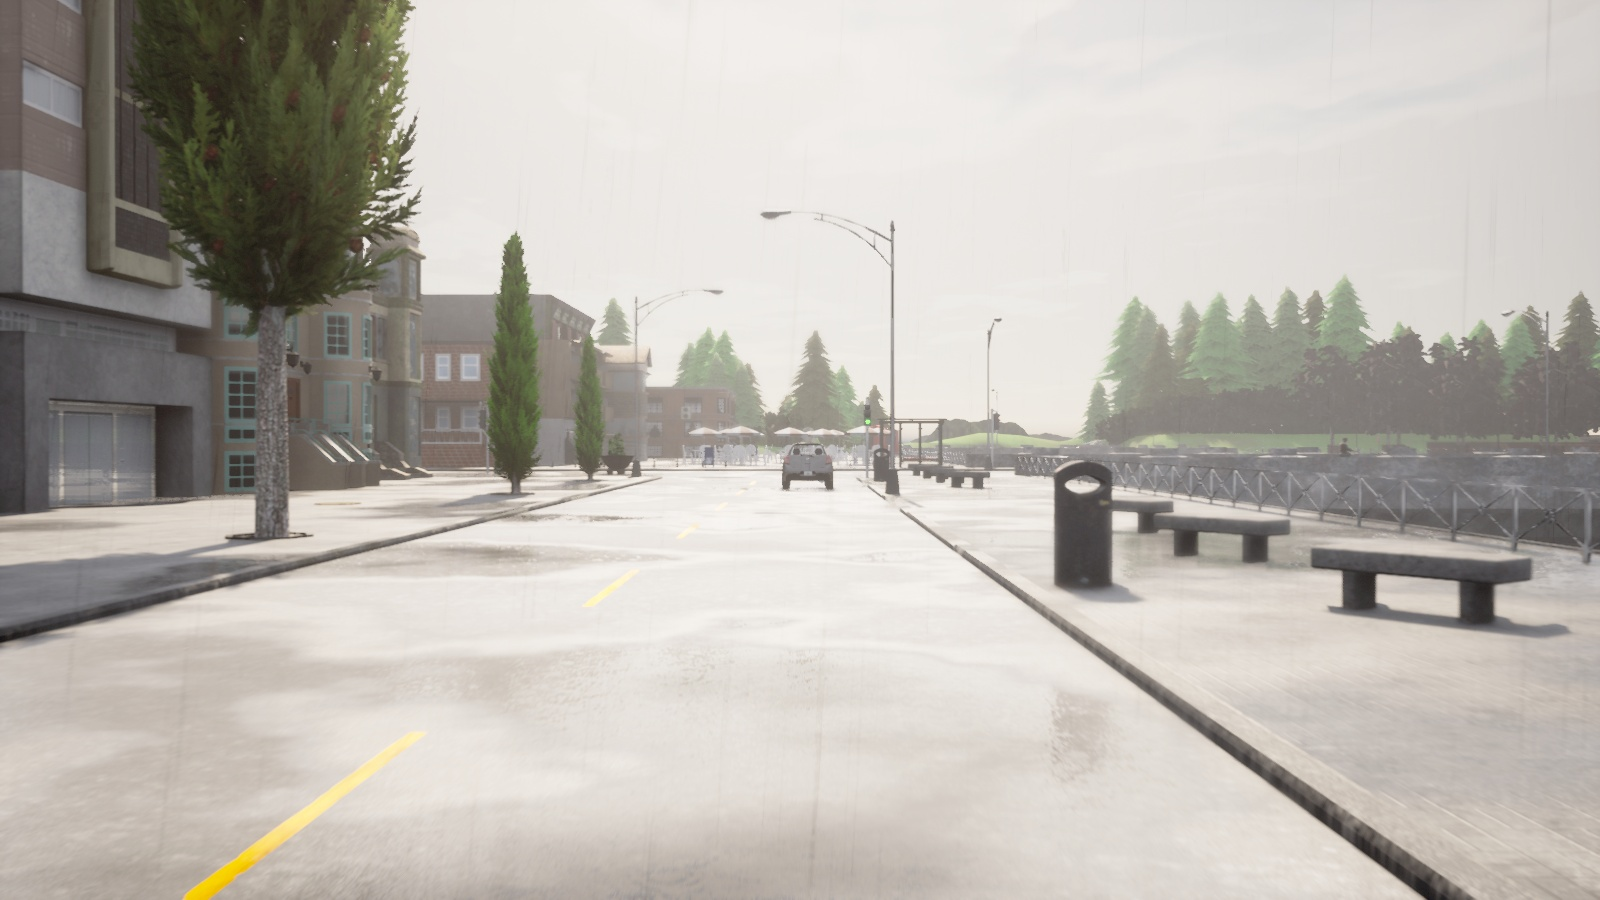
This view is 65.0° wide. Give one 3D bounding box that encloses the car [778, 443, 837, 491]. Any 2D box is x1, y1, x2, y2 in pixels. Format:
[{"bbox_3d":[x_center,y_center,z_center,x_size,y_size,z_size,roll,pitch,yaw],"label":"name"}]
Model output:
[{"bbox_3d":[0.246,0.529,41.025,1.845,1.501,3.633,0,0,0],"label":"car"}]
